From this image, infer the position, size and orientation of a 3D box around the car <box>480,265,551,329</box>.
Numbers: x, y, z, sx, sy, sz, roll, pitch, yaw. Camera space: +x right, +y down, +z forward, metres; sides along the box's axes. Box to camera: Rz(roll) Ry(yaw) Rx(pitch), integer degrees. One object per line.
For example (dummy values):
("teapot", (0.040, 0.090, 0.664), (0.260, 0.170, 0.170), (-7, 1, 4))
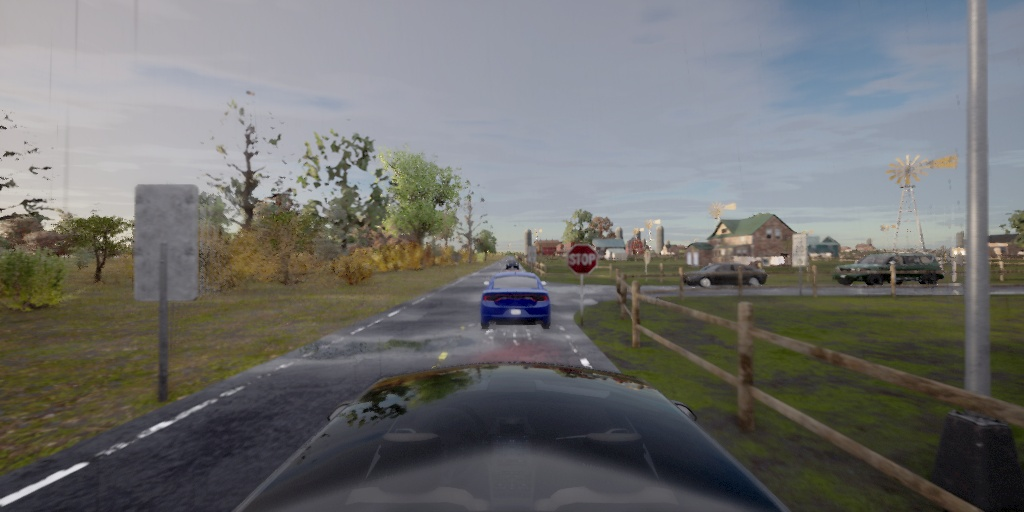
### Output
("car", (0.097, 1.230, 11.316), (1.882, 1.535, 5.008), (0, 0, 0))

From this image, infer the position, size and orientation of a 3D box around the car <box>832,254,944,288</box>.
("car", (23.372, 0.880, 22.387), (5.566, 2.045, 2.150), (0, 0, -1))

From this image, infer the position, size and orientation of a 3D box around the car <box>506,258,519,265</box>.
("car", (0.083, 1.322, 54.169), (1.895, 1.301, 4.718), (0, 0, 0))

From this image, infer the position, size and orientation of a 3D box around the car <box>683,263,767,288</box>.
("car", (13.005, 1.209, 22.242), (4.892, 1.490, 1.837), (0, 0, 1))
